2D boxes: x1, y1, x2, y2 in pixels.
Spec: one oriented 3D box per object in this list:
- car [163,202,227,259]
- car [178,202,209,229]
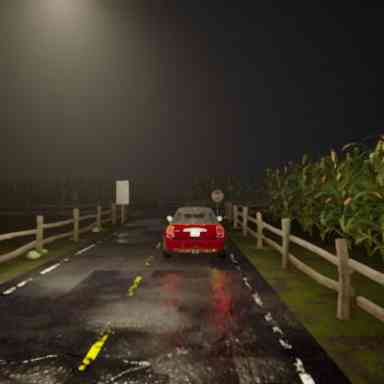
[{"bbox_3d":[0.101,1.336,12.629,2.097,1.767,4.553,0,0,0],"label":"car"},{"bbox_3d":[0.141,1.477,22.674,1.837,1.490,4.892,0,0,1],"label":"car"}]
